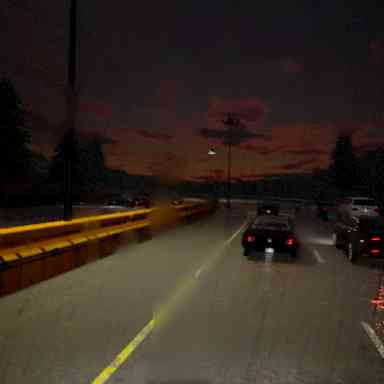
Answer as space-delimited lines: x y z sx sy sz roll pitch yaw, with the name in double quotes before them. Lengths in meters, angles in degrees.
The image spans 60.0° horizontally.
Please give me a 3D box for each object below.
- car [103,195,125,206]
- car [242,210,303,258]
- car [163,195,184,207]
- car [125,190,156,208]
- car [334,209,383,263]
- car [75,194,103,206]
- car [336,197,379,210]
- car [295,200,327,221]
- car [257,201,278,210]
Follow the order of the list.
"car" -9.131 1.059 42.007 1.994 1.385 4.181 2 0 7
"car" 3.088 1.611 12.991 1.895 1.301 4.718 2 0 14
"car" -2.217 1.174 40.935 1.882 1.535 5.008 2 0 7
"car" -5.825 0.818 40.036 2.150 2.045 5.566 2 1 7
"car" 6.499 1.616 12.208 1.837 1.490 4.892 2 0 14
"car" -12.651 0.944 41.718 2.033 1.411 5.357 2 0 7
"car" 13.571 1.446 27.532 2.150 2.045 5.566 2 1 11
"car" 10.194 1.471 28.672 2.097 1.767 4.553 2 0 11
"car" 7.220 1.543 31.818 1.812 1.442 4.674 2 1 10
